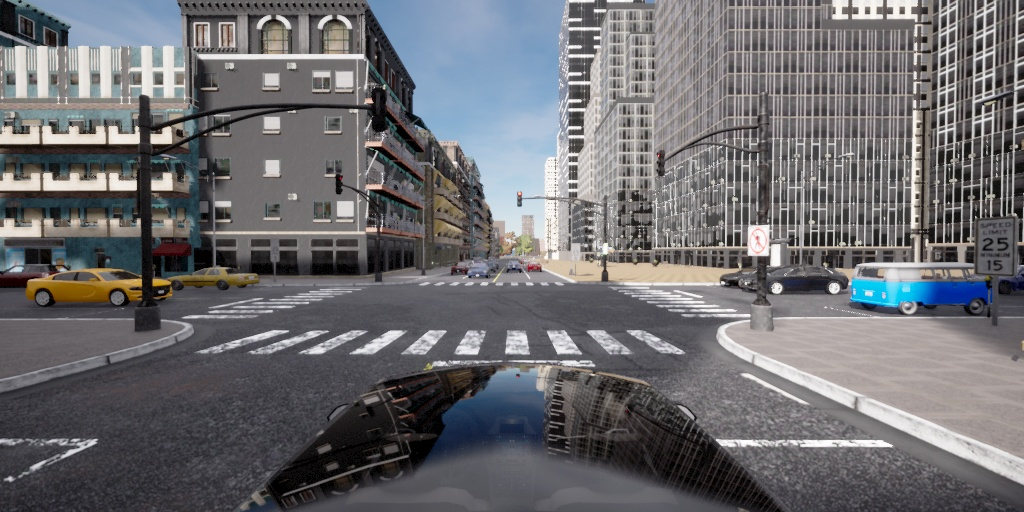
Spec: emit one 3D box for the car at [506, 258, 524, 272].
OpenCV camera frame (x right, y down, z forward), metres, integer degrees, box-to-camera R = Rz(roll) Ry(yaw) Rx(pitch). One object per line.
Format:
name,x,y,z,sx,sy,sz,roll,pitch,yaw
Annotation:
car,0.235,1.313,45.868,2.033,1.411,5.357,0,0,0

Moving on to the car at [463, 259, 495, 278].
car,-3.008,1.308,33.960,2.033,1.411,5.357,0,0,0

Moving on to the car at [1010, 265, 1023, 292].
car,26.057,1.202,18.704,4.674,1.442,1.812,0,1,0

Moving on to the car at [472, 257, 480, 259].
car,-5.567,1.205,45.059,1.967,1.591,4.097,0,0,0

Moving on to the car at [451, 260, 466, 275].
car,-5.583,1.308,39.410,1.888,1.381,4.507,0,0,0

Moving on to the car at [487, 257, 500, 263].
car,-2.938,1.263,54.213,2.128,1.511,4.902,0,0,0

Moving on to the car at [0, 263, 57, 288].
car,-28.725,1.199,21.376,4.097,1.591,1.967,0,0,0

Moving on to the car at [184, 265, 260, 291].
car,-17.827,1.256,21.362,4.829,1.417,1.751,0,0,0

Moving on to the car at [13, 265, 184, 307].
car,-17.724,1.293,15.559,5.008,1.535,1.882,0,1,0

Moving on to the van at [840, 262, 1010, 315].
van,14.721,1.122,12.941,3.998,1.789,1.690,0,0,0

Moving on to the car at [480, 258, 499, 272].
car,-2.976,1.329,43.993,1.994,1.385,4.181,0,0,0

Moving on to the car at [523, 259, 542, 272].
car,2.781,1.311,45.092,1.888,1.381,4.507,0,0,0

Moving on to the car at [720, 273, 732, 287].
car,14.732,1.225,21.321,4.313,1.339,1.948,0,0,0

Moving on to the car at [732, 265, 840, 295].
car,14.640,1.202,18.720,4.892,1.490,1.837,0,1,0
